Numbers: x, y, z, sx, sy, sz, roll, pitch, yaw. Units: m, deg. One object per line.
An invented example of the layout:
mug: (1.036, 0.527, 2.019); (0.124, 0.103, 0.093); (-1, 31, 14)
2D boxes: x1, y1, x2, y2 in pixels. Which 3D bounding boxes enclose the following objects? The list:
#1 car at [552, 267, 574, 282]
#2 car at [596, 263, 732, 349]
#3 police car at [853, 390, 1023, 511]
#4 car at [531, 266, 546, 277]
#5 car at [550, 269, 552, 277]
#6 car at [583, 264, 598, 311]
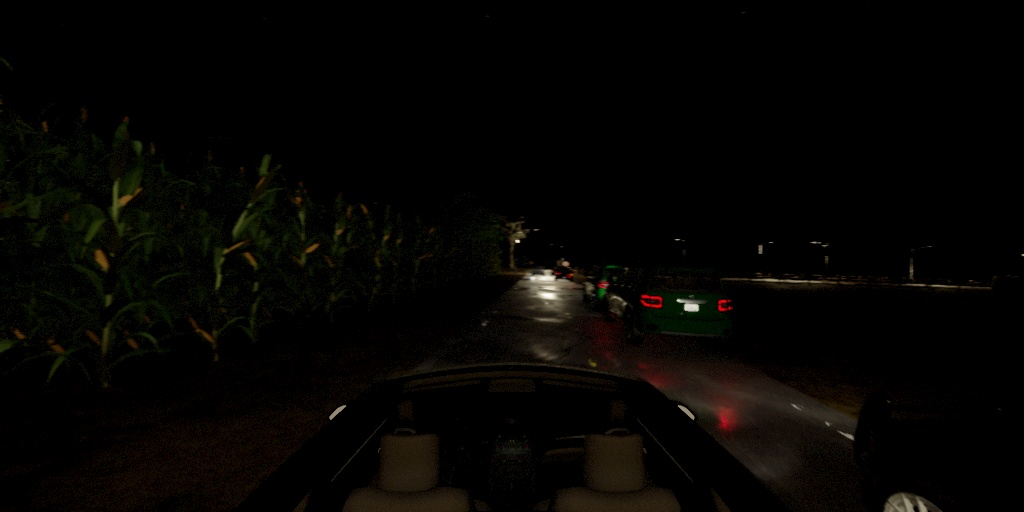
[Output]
car: (5.648, 2.056, 39.450); (1.812, 1.442, 4.674); (2, -1, 5)
car: (4.134, 1.266, 10.510); (2.150, 2.045, 5.566); (2, -1, 5)
police car: (3.336, 1.308, 0.618); (1.930, 1.638, 5.238); (2, -1, 5)
car: (3.698, 2.136, 50.137); (1.812, 1.442, 4.674); (2, -1, 5)
car: (6.455, 2.297, 50.173); (1.994, 1.385, 4.181); (2, -1, 5)
car: (4.612, 1.366, 16.491); (2.150, 2.045, 5.566); (2, -1, 5)
